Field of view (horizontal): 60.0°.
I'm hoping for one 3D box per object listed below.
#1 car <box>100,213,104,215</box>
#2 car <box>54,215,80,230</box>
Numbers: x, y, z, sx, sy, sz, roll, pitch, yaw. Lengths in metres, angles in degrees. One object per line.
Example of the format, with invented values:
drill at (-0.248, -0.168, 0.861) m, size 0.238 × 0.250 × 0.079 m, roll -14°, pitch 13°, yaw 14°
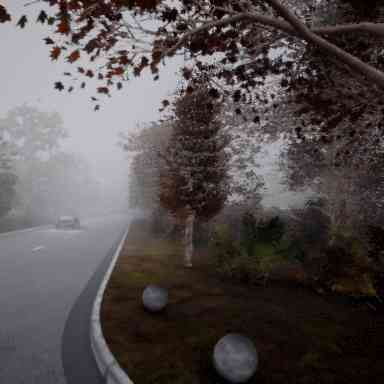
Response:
car at (-19.411, 4.941, 74.414) m, size 2.033 × 1.411 × 5.357 m, roll 3°, pitch -3°, yaw -9°
car at (-12.775, 3.074, 34.315) m, size 1.812 × 1.442 × 4.674 m, roll 3°, pitch -3°, yaw -9°
